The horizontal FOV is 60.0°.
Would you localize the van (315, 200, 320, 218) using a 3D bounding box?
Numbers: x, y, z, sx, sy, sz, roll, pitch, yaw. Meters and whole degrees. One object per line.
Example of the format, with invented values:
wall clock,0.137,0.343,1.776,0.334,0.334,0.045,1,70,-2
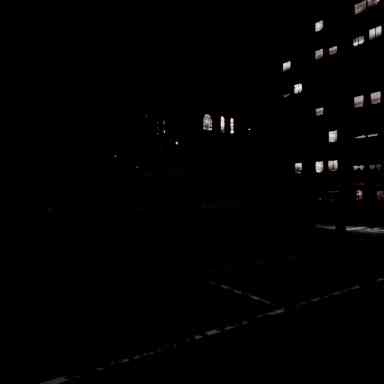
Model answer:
van,10.486,1.656,32.531,1.690,1.788,3.998,-1,0,-36
